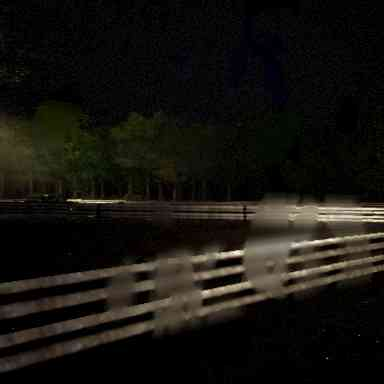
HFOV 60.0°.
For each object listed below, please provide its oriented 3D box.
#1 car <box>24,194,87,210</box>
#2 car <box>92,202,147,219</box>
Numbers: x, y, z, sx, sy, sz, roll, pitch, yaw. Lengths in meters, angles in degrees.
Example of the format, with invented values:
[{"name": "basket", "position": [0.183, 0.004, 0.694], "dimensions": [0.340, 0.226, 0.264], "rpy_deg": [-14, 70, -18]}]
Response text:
[{"name": "car", "position": [-13.914, 1.232, 33.296], "dimensions": [5.566, 2.045, 2.150], "rpy_deg": [0, -1, 9]}, {"name": "car", "position": [-5.933, 1.565, 28.531], "dimensions": [4.181, 1.385, 1.994], "rpy_deg": [0, -1, 9]}]
